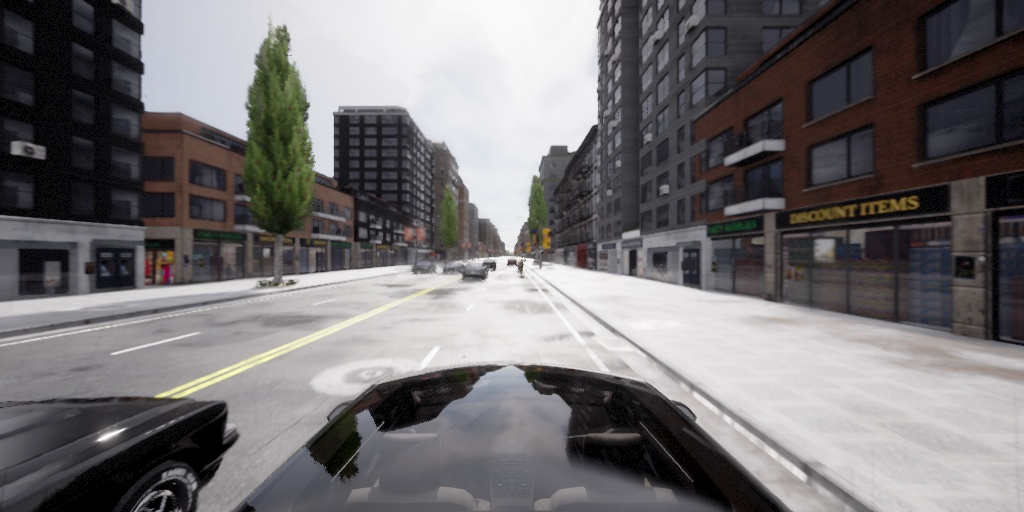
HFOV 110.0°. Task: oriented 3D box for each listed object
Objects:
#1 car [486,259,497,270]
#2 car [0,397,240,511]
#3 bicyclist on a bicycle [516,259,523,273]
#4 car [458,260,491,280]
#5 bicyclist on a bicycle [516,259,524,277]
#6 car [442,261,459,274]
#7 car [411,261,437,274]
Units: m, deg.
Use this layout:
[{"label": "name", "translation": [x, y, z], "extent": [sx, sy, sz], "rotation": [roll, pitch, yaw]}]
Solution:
[{"label": "car", "translation": [-3.152, 1.196, 50.722], "extent": [1.882, 1.535, 5.008], "rotation": [0, 0, 0]}, {"label": "car", "translation": [-3.150, 1.351, 0.749], "extent": [1.895, 1.301, 4.718], "rotation": [0, 0, 0]}, {"label": "bicyclist on a bicycle", "translation": [0.880, 1.162, 43.484], "extent": [0.866, 1.612, 1.509], "rotation": [0, 0, 0]}, {"label": "car", "translation": [-3.151, 1.299, 31.238], "extent": [1.994, 1.385, 4.181], "rotation": [0, 0, 0]}, {"label": "bicyclist on a bicycle", "translation": [0.891, 1.186, 33.860], "extent": [0.582, 1.620, 1.656], "rotation": [0, 0, 0]}, {"label": "car", "translation": [-6.585, 1.291, 40.717], "extent": [1.994, 1.385, 4.181], "rotation": [0, 0, 0]}, {"label": "car", "translation": [-9.838, 1.275, 40.577], "extent": [2.033, 1.411, 5.357], "rotation": [0, 0, 0]}]
